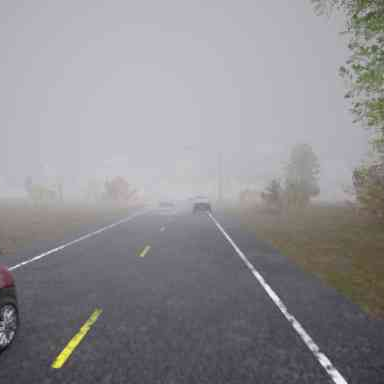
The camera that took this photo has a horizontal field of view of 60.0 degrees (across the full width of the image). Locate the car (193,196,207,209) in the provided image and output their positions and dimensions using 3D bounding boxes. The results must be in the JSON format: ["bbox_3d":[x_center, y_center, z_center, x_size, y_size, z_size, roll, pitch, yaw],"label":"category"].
[{"bbox_3d":[1.057,1.378,45.186,1.837,1.490,4.892,0,0,0],"label":"car"}]

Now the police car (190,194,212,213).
[{"bbox_3d":[1.056,1.334,35.294,1.930,1.638,5.238,0,0,0],"label":"police car"}]

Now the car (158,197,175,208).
[{"bbox_3d":[-3.566,1.393,46.340,1.812,1.442,4.674,0,0,0],"label":"car"}]

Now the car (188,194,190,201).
[{"bbox_3d":[0.011,1.209,69.574,1.895,1.301,4.718,0,0,0],"label":"car"}]

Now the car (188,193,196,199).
[{"bbox_3d":[0.007,1.110,85.578,2.033,1.411,5.357,0,0,0],"label":"car"}]

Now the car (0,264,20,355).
[{"bbox_3d":[-3.599,1.345,3.003,2.097,1.767,4.553,0,0,0],"label":"car"}]
